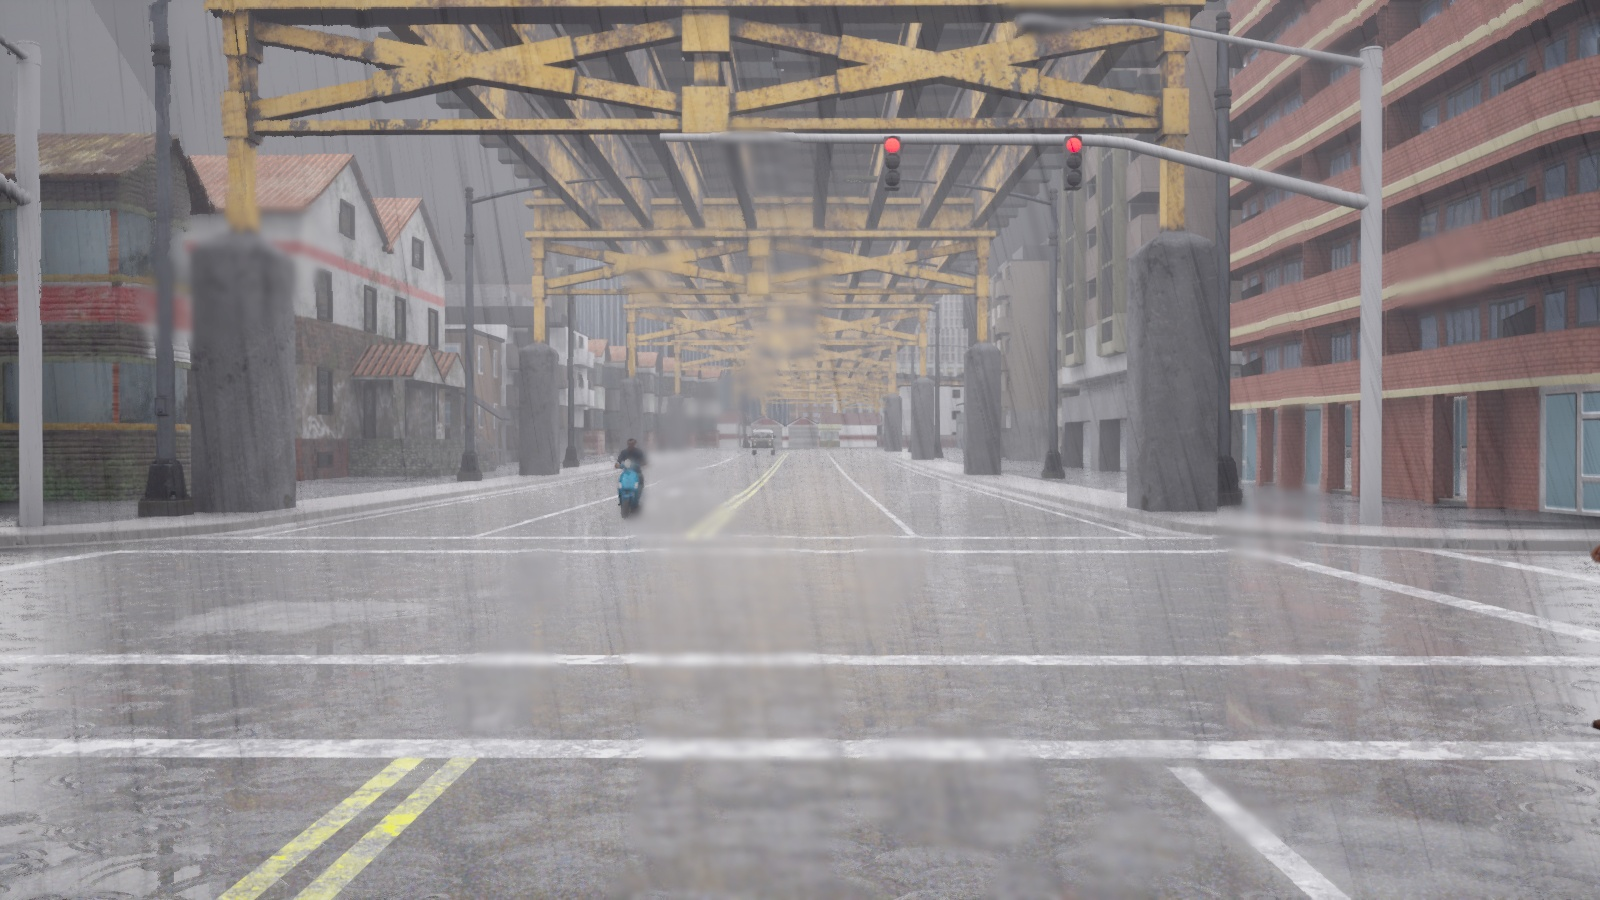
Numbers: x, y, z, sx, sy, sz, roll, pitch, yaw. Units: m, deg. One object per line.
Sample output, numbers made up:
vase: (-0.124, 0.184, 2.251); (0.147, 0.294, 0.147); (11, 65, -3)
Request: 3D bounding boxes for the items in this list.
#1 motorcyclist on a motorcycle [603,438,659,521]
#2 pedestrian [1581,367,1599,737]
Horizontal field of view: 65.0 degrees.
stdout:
motorcyclist on a motorcycle: (-3.348, 0.556, 25.040); (0.866, 1.590, 1.817); (0, 1, 0)
pedestrian: (4.326, 0.509, 6.315); (0.614, 1.847, 0.353); (0, 0, 21)
